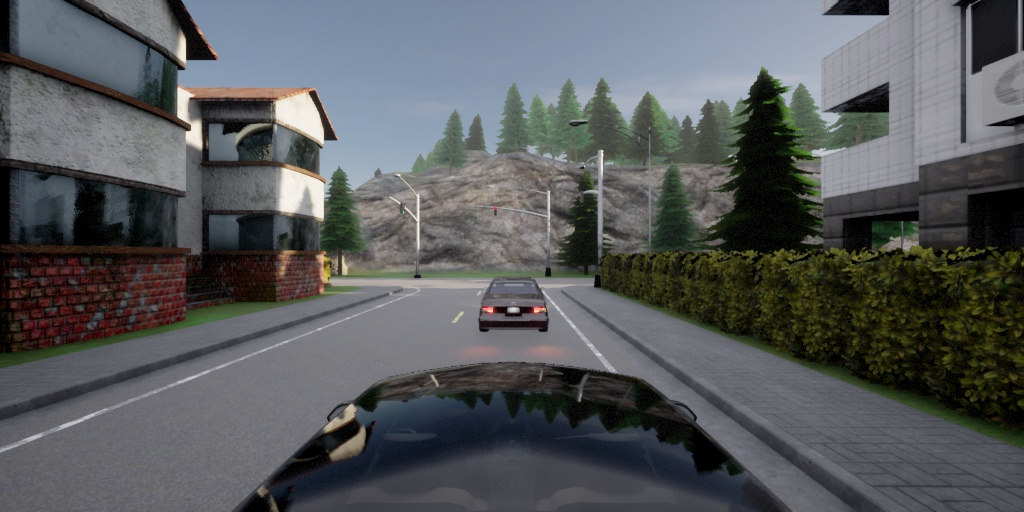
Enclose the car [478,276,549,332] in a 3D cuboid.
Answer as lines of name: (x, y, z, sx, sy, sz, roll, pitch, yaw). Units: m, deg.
car: (0.055, 1.297, 10.810, 2.033, 1.411, 5.357, 0, 0, 1)
